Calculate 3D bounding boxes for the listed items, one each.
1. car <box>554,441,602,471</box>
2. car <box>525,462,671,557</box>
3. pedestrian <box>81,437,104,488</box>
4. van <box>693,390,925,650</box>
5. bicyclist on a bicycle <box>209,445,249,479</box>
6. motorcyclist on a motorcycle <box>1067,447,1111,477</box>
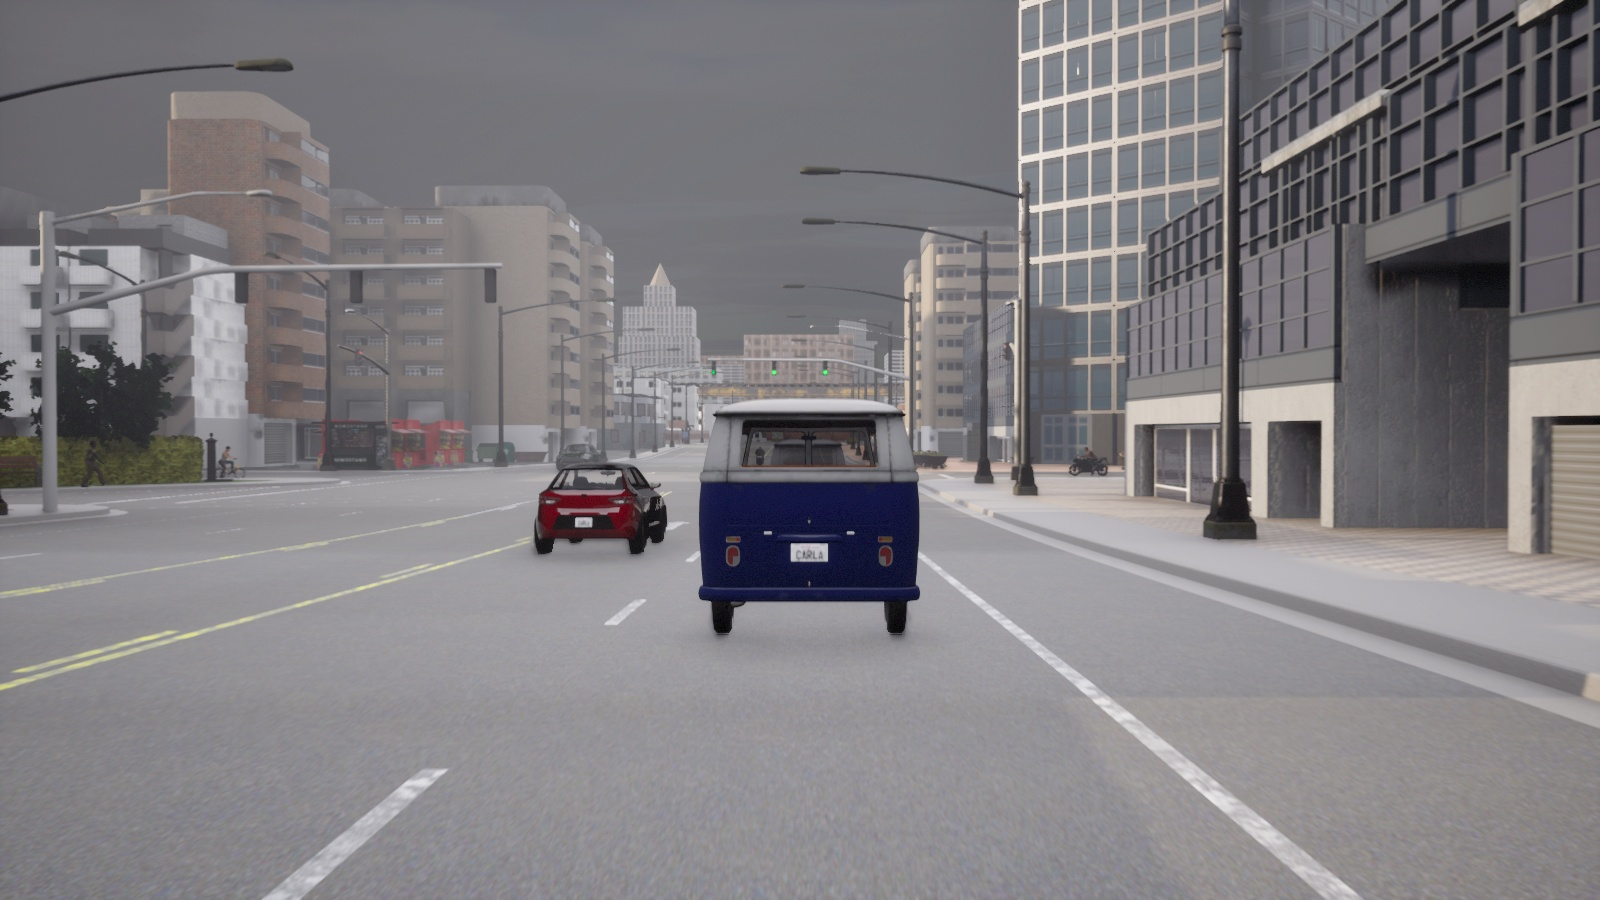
[{"bbox_3d":[-13.546,0.365,76.717,2.097,1.767,4.553,0,0,0],"label":"car"},{"bbox_3d":[-3.361,0.947,21.652,1.816,1.474,4.193,0,0,0],"label":"car"},{"bbox_3d":[-27.052,0.467,48.032,0.692,1.930,0.395,-1,1,-42],"label":"pedestrian"},{"bbox_3d":[0.083,0.565,11.821,1.775,1.987,4.442,0,-1,0],"label":"van"},{"bbox_3d":[-27.627,0.564,60.761,1.509,1.612,0.866,0,1,1],"label":"bicyclist on a bicycle"},{"bbox_3d":[14.659,0.599,63.682,2.044,1.523,0.797,0,1,1],"label":"motorcyclist on a motorcycle"}]
